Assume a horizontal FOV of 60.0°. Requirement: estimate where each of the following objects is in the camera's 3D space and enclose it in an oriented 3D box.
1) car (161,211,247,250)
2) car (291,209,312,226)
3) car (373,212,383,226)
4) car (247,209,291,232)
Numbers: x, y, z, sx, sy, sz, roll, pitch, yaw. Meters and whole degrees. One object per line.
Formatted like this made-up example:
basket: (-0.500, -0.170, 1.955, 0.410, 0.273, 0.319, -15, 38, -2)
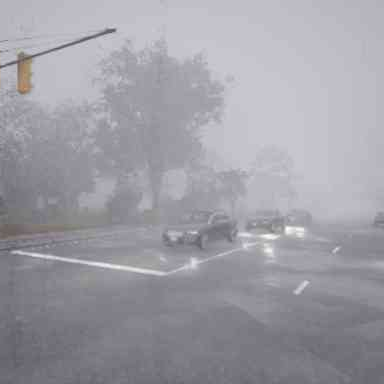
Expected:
car: (0.497, 1.611, 15.041, 2.128, 1.511, 4.902, 0, -1, 30)
car: (10.303, 2.414, 32.156, 2.128, 1.511, 4.902, 0, -3, 30)
car: (20.044, 2.825, 34.703, 2.033, 1.411, 5.357, 0, -3, 30)
car: (5.195, 1.934, 23.243, 1.837, 1.490, 4.892, 0, -2, 30)
